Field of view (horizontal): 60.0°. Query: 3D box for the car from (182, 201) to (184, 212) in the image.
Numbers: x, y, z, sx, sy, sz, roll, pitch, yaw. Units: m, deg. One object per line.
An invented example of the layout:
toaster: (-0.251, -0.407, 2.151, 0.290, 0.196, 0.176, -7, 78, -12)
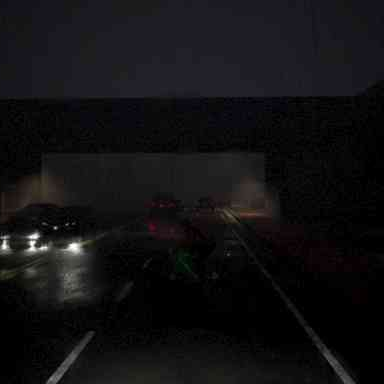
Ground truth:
car: (-2.004, 1.561, 38.938, 1.994, 1.385, 4.181, 0, 0, 1)

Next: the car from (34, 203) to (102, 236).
car: (-6.430, 1.506, 18.347, 1.837, 1.490, 4.892, 0, -1, 3)

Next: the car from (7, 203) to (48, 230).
car: (-9.847, 1.476, 21.484, 1.882, 1.535, 5.008, 0, 0, 2)

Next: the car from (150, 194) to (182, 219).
car: (-2.351, 1.219, 29.597, 2.150, 2.045, 5.566, 0, 0, 2)

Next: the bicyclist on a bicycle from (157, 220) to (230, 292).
bicyclist on a bicycle: (0.025, 1.447, 7.453, 1.656, 1.620, 0.582, -2, 0, 2)

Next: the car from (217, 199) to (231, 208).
car: (3.996, 1.597, 47.745, 1.895, 1.301, 4.718, 0, 0, 30)

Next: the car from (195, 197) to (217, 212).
car: (1.529, 1.349, 38.860, 2.097, 1.767, 4.553, 0, 0, 3)
